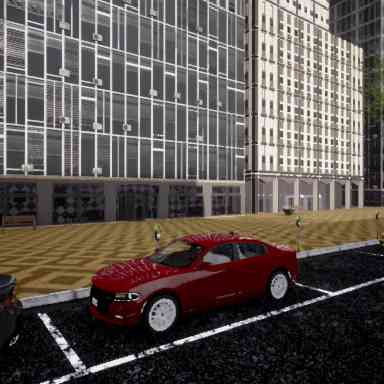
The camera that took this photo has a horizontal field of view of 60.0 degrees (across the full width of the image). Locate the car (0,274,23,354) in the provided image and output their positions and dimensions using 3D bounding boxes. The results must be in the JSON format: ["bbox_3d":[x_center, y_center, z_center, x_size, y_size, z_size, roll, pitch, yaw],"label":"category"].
[{"bbox_3d":[-4.265,1.551,3.520,4.403,1.369,2.008,0,0,-35],"label":"car"}]

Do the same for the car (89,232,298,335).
[{"bbox_3d":[0.244,1.545,6.726,4.507,1.381,1.887,0,0,-35],"label":"car"}]

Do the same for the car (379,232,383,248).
[{"bbox_3d":[9.125,1.529,13.038,4.829,1.417,1.752,0,0,-35],"label":"car"}]
